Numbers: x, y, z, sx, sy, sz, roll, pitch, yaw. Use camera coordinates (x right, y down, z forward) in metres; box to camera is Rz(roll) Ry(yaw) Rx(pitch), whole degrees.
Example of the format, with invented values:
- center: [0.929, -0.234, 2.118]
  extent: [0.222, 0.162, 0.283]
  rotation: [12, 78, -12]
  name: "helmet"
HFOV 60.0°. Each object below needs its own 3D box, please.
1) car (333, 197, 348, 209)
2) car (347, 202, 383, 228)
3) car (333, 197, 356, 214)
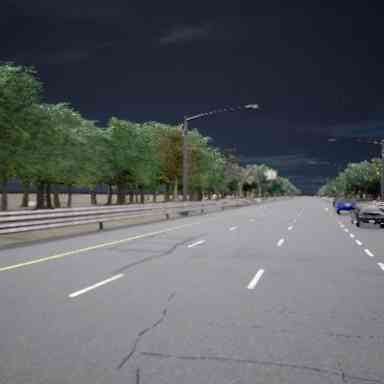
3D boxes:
- center: [26.144, 1.884, 58.410]
  extent: [2.150, 2.045, 5.566]
  rotation: [0, -1, 28]
  name: "car"
- center: [13.299, 1.808, 25.325]
  extent: [1.837, 1.490, 4.892]
  rotation: [1, 0, 20]
  name: "car"
- center: [19.129, 1.703, 41.374]
  extent: [2.150, 2.045, 5.566]
  rotation: [1, -1, 20]
  name: "car"
